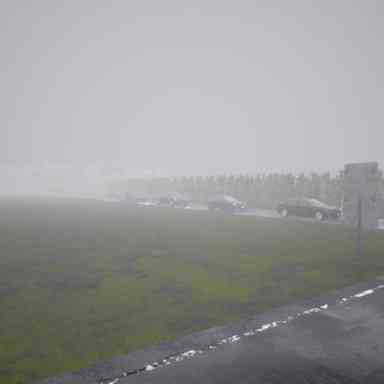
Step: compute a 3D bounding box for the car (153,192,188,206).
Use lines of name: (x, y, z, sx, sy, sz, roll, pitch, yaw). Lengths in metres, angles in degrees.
car: (-2.404, 0.756, 40.296, 2.097, 1.767, 4.553, 1, 1, -36)

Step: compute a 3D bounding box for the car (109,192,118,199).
car: (-13.635, 0.592, 60.749, 1.994, 1.385, 4.181, 1, 1, -36)

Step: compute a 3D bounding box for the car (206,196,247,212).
car: (3.288, 1.101, 32.390, 1.812, 1.442, 4.674, 1, 1, -36)

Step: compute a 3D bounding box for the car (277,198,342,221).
car: (8.655, 1.217, 24.862, 1.882, 1.535, 5.008, 1, 1, -34)

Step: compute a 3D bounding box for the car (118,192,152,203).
car: (-8.384, 0.773, 48.648, 2.033, 1.411, 5.357, 1, 1, -35)
